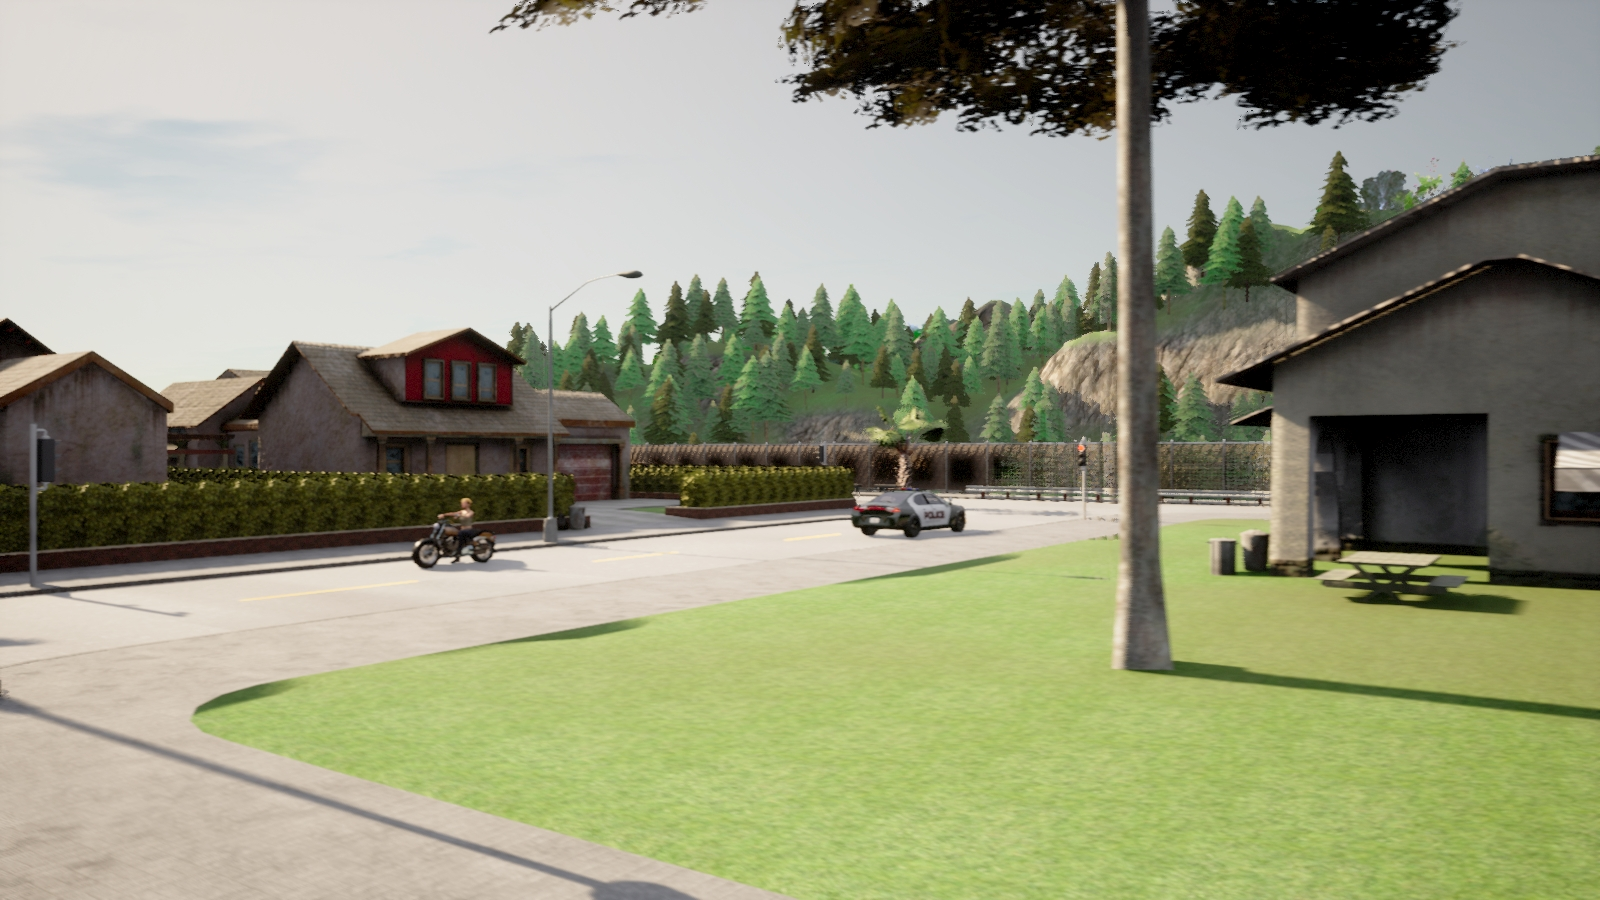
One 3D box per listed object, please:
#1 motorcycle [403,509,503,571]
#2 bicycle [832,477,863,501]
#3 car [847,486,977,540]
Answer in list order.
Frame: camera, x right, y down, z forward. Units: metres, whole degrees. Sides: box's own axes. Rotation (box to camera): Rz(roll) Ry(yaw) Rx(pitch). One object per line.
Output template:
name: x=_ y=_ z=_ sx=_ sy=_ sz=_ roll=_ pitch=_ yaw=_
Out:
motorcycle: x=-8.391 y=2.157 z=27.742 sx=0.764 sy=1.307 sz=2.356 roll=0 pitch=0 yaw=35
bicycle: x=2.603 y=2.161 z=63.047 sx=1.487 sy=1.276 sz=0.859 roll=0 pitch=0 yaw=35
car: x=3.837 y=2.040 z=38.229 sx=2.038 sy=1.542 sz=4.974 roll=0 pitch=0 yaw=37
